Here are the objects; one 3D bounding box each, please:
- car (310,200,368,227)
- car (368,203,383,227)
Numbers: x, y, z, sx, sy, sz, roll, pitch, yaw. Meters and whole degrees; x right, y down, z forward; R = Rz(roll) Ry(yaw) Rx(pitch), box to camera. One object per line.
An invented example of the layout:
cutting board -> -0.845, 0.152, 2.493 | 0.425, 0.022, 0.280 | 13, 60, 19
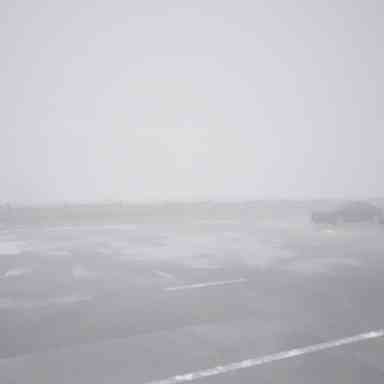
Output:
car -> 9.890, 1.292, 21.251 | 5.008, 1.535, 1.882 | -1, 0, -22
car -> 12.702, 1.300, 18.604 | 4.902, 1.511, 2.128 | -1, 0, -22
